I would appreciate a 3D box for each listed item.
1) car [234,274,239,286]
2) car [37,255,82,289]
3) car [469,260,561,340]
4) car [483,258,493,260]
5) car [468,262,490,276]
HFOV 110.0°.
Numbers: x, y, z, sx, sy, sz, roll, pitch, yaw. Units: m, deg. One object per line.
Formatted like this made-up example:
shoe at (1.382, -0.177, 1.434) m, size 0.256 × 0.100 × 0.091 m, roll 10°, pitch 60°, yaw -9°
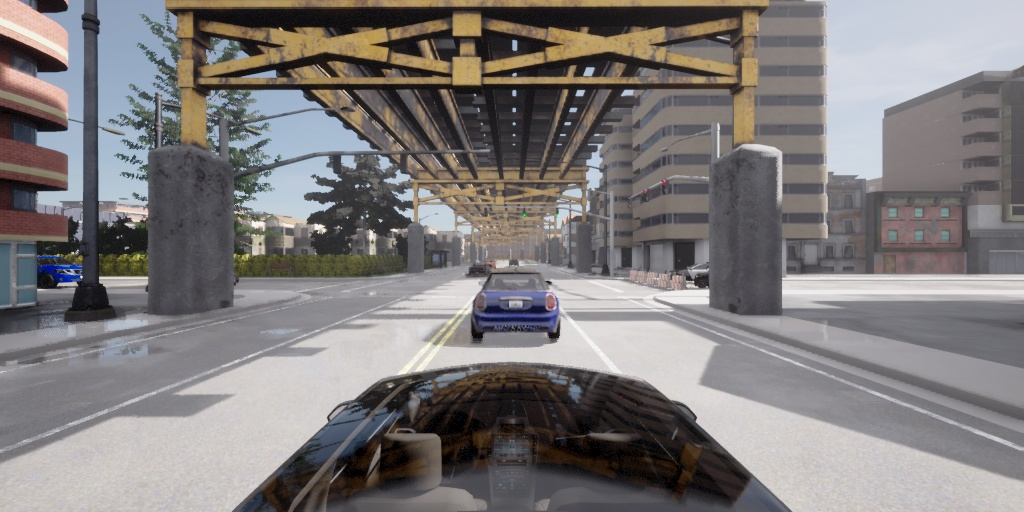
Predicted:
car at (-19.785, 1.276, 22.452) m, size 4.674 × 1.442 × 1.812 m, roll 0°, pitch 0°, yaw 0°
car at (-29.647, 0.971, 22.512) m, size 5.566 × 2.045 × 2.150 m, roll 0°, pitch 0°, yaw 0°
car at (0.105, 1.101, 10.156) m, size 2.097 × 1.767 × 4.553 m, roll 0°, pitch 0°, yaw 1°
car at (-3.410, 1.100, 51.251) m, size 2.097 × 1.767 × 4.553 m, roll 0°, pitch 0°, yaw -1°
car at (-3.488, 1.351, 38.397) m, size 1.895 × 1.301 × 4.718 m, roll 0°, pitch 0°, yaw 1°
